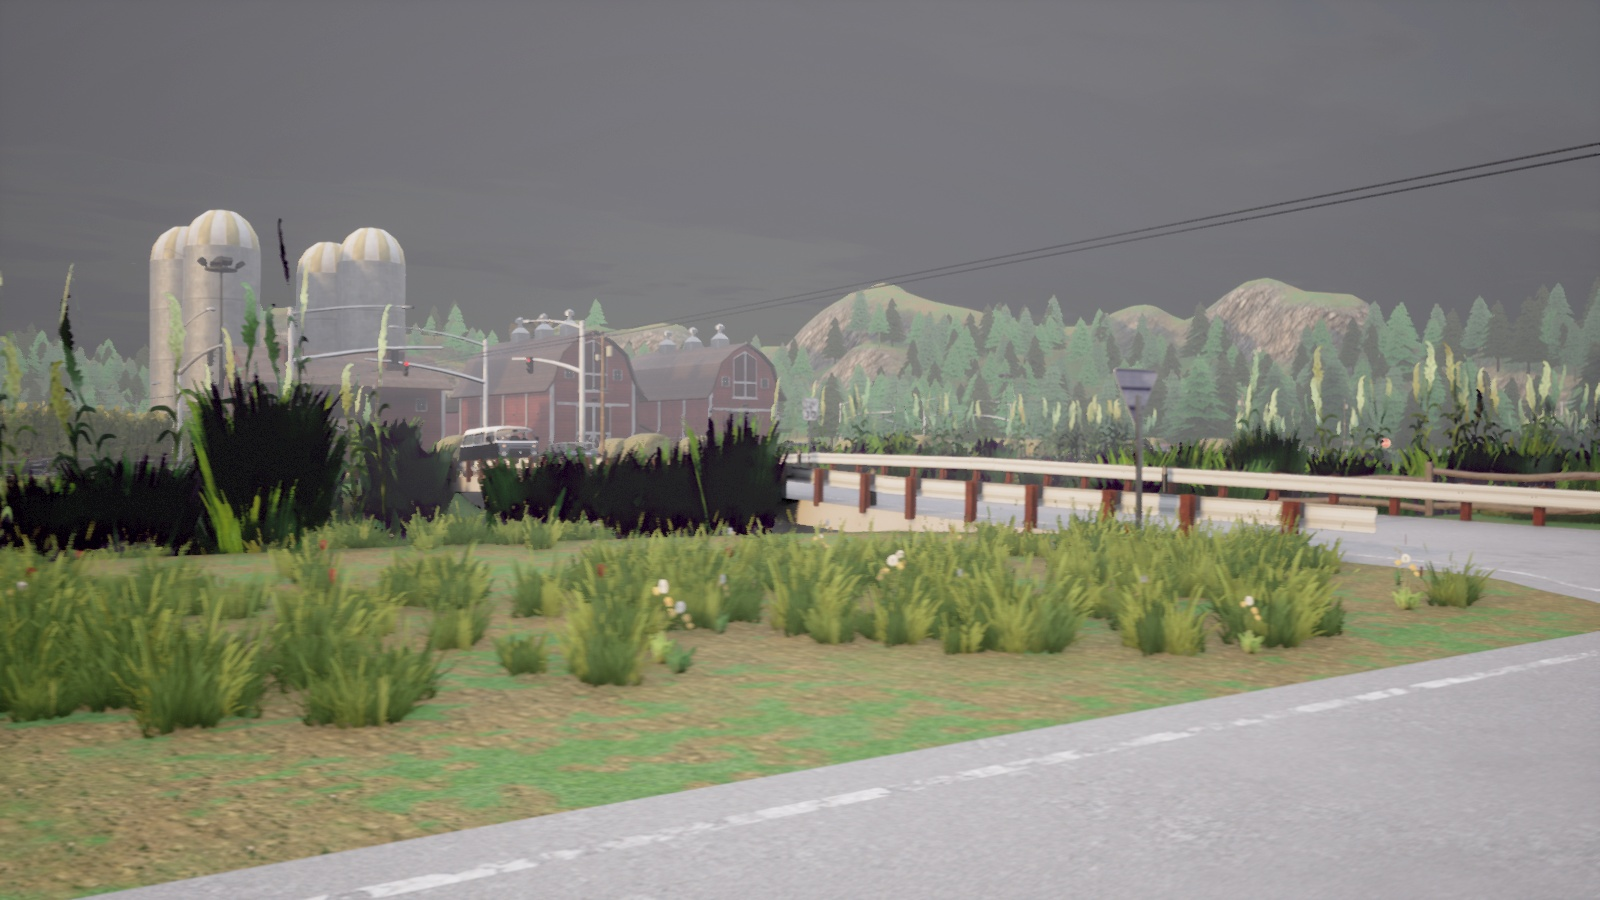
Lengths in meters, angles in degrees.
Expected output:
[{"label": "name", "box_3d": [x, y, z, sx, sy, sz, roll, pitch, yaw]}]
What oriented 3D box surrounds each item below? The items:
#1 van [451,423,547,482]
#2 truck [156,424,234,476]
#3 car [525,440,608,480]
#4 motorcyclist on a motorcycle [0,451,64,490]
[{"label": "van", "box_3d": [-11.754, 0.134, 48.838, 2.069, 2.038, 4.480, 0, -3, -35]}, {"label": "truck", "box_3d": [-41.736, 0.011, 86.466, 2.891, 3.462, 7.936, 0, 0, -41]}, {"label": "car", "box_3d": [-9.702, 0.435, 52.006, 1.970, 1.475, 3.806, 0, -3, -35]}, {"label": "motorcyclist on a motorcycle", "box_3d": [-33.755, 0.888, 55.175, 2.350, 1.649, 0.766, 0, 0, -41]}]
